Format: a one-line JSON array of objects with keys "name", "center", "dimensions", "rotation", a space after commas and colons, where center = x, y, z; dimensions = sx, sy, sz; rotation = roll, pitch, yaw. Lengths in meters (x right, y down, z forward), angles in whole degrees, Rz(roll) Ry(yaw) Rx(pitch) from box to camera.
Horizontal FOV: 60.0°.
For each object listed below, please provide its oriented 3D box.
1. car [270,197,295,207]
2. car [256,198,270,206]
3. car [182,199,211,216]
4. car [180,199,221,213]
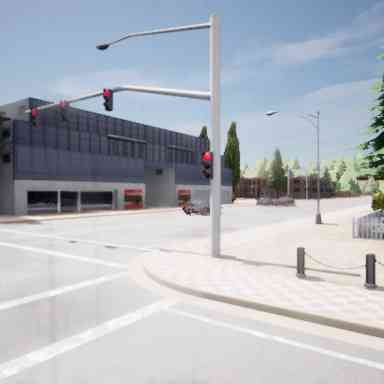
[{"name": "car", "center": [14.136, 1.473, 50.686], "dimensions": [1.882, 1.535, 5.008], "rotation": [0, 0, 36]}, {"name": "car", "center": [11.932, 1.595, 53.599], "dimensions": [1.994, 1.385, 4.181], "rotation": [0, 0, 36]}, {"name": "car", "center": [1.066, 1.559, 32.645], "dimensions": [1.994, 1.385, 4.181], "rotation": [0, 0, 36]}, {"name": "car", "center": [1.082, 1.541, 38.667], "dimensions": [2.033, 1.411, 5.357], "rotation": [0, 0, 36]}]
